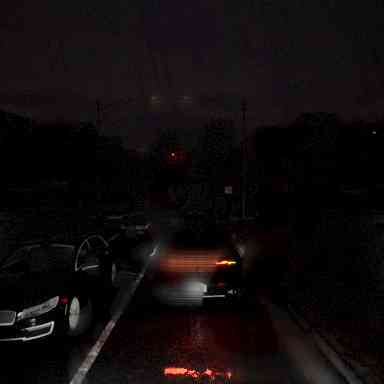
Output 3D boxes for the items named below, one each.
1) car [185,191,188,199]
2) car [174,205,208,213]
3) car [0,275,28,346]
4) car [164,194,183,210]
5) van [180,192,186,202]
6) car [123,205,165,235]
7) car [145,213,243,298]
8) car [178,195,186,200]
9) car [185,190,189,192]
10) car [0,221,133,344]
[{"bbox_3d":[-2.557,1.318,71.886,2.192,1.841,5.009,-1,0,0],"label":"car"},{"bbox_3d":[0.157,1.604,18.597,1.895,1.301,4.718,0,0,1],"label":"car"},{"bbox_3d":[-2.657,1.550,1.066,2.008,1.369,4.403,-2,0,0],"label":"car"},{"bbox_3d":[-2.599,1.490,44.187,1.967,1.590,4.097,-2,0,0],"label":"car"},{"bbox_3d":[-2.564,1.369,66.343,1.690,1.788,3.998,-1,0,0],"label":"van"},{"bbox_3d":[-2.633,1.584,17.410,1.802,1.307,4.206,-2,0,0],"label":"car"},{"bbox_3d":[0.116,1.503,8.466,1.837,1.490,4.892,0,0,0],"label":"car"},{"bbox_3d":[-2.523,1.443,88.507,2.008,1.369,4.403,-1,0,0],"label":"car"},{"bbox_3d":[-2.517,1.146,94.056,2.192,1.841,5.009,-1,1,0],"label":"car"},{"bbox_3d":[-2.650,1.549,6.515,2.008,1.369,4.403,-2,0,0],"label":"car"}]
